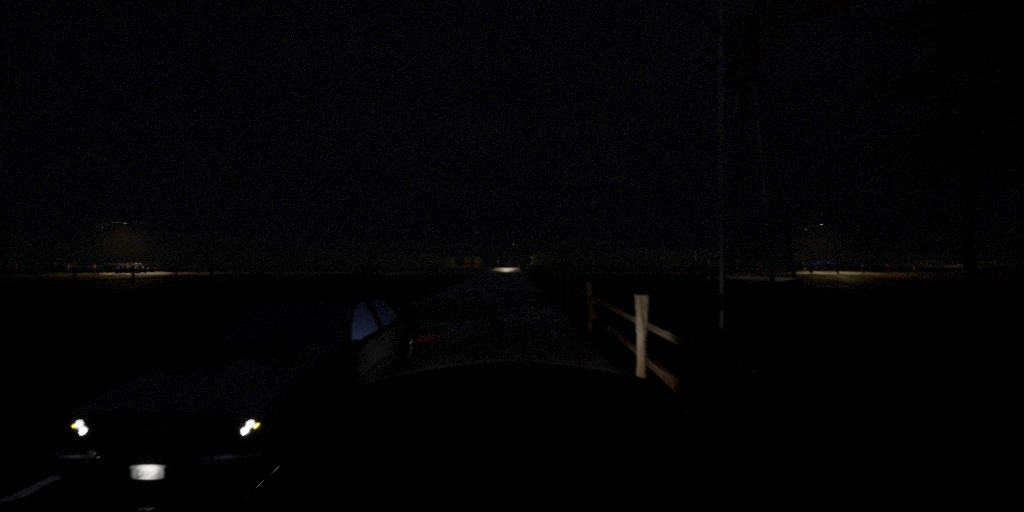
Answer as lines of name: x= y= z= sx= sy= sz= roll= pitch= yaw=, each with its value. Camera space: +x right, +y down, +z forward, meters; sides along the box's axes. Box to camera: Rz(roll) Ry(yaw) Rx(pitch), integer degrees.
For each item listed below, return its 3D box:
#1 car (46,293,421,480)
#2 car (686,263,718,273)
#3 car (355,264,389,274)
car: x=-2.849 y=1.318 z=5.467 sx=2.033 sy=1.411 sz=5.357 roll=0 pitch=0 yaw=0
car: x=29.026 y=1.782 z=54.192 sx=5.008 sy=1.535 sz=1.882 roll=0 pitch=1 yaw=0
car: x=-21.031 y=1.970 z=54.126 sx=4.892 sy=1.490 sz=1.837 roll=2 pitch=1 yaw=0
